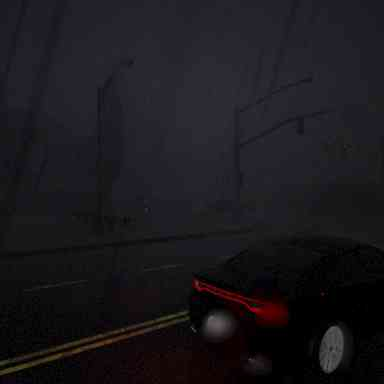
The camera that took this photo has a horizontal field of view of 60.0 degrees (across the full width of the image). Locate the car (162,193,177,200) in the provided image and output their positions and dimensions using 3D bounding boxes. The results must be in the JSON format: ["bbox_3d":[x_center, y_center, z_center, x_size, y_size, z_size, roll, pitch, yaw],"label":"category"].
[{"bbox_3d":[-5.646,1.146,86.848,3.866,1.878,1.905,0,0,-37],"label":"car"}]

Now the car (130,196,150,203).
[{"bbox_3d":[-10.842,1.535,69.434,2.033,1.411,5.357,0,0,-35],"label":"car"}]

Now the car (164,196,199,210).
[{"bbox_3d":[-1.414,1.558,43.565,1.994,1.385,4.181,0,0,-35],"label":"car"}]

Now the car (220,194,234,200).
[{"bbox_3d":[10.003,1.381,95.066,3.806,1.475,1.970,0,0,-37],"label":"car"}]

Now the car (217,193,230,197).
[{"bbox_3d":[7.772,1.385,68.764,3.806,1.475,1.970,0,0,-37],"label":"car"}]

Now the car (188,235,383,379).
[{"bbox_3d":[2.261,1.477,5.619,5.008,1.535,1.882,0,0,-37],"label":"car"}]

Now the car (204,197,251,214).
[{"bbox_3d":[3.956,1.542,35.902,2.033,1.411,5.357,0,0,-35],"label":"car"}]

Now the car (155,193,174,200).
[{"bbox_3d":[-7.324,1.143,89.207,4.605,1.855,1.932,0,0,-37],"label":"car"}]

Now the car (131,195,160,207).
[{"bbox_3d":[-7.302,1.346,51.990,2.097,1.767,4.553,0,0,-35],"label":"car"}]

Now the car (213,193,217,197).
[{"bbox_3d":[6.059,1.146,71.098,3.866,1.878,1.905,0,0,-37],"label":"car"}]
